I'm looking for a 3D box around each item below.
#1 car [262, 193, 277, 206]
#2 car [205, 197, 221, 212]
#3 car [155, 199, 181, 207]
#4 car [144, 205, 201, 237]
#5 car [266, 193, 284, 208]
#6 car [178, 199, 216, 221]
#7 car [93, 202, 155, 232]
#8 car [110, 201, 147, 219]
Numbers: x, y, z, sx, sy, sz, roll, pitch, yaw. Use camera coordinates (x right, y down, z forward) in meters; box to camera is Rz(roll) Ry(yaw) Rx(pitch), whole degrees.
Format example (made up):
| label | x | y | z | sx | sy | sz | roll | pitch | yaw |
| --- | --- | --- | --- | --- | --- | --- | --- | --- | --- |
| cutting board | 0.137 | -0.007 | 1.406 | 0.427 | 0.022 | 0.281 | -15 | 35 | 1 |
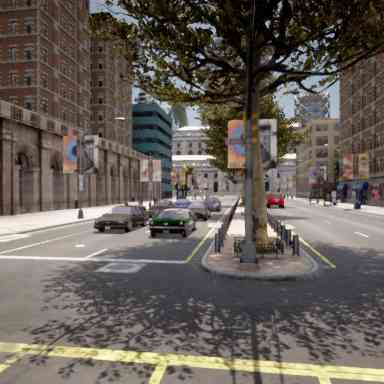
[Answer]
| label | x | y | z | sx | sy | sz | roll | pitch | yaw |
| --- | --- | --- | --- | --- | --- | --- | --- | --- | --- |
| car | 13.276 | 1.221 | 57.298 | 2.150 | 2.045 | 5.566 | 0 | 0 | 9 |
| car | 2.228 | 1.352 | 38.588 | 2.097 | 1.767 | 4.553 | 0 | 0 | 9 |
| car | -2.616 | 1.505 | 30.128 | 1.837 | 1.490 | 4.892 | 0 | 0 | 9 |
| car | -0.908 | 1.601 | 18.154 | 1.895 | 1.301 | 4.718 | 0 | 0 | 9 |
| car | 11.700 | 1.221 | 46.998 | 2.150 | 2.045 | 5.566 | 0 | 0 | 9 |
| car | 0.551 | 1.547 | 27.695 | 2.033 | 1.411 | 5.357 | 0 | 0 | 9 |
| car | -4.105 | 1.547 | 20.404 | 2.033 | 1.411 | 5.357 | 0 | 0 | 9 |
| car | -5.726 | 1.595 | 30.635 | 1.895 | 1.301 | 4.718 | 0 | 0 | 9 |
